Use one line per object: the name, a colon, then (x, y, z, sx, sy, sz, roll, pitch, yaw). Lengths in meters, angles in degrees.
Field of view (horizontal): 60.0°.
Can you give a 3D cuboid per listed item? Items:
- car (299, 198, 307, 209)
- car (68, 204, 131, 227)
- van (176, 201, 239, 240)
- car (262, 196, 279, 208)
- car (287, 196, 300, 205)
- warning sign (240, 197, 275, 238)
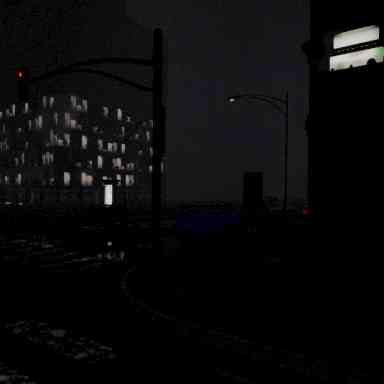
car: (15.651, 1.442, 42.301, 1.837, 1.490, 4.892, 1, 1, 36)
car: (-5.939, 1.467, 21.836, 1.947, 1.339, 4.313, 1, 1, 35)
van: (0.893, 1.368, 16.976, 1.690, 1.788, 3.998, 1, 1, 35)
car: (10.094, 1.293, 44.377, 1.967, 1.590, 4.097, 1, 1, 35)
car: (16.408, 1.363, 53.257, 1.752, 1.417, 4.829, 1, 1, 35)
warning sign: (3.174, 1.177, 16.082, 1.300, 1.860, 1.060, 1, 1, 35)
